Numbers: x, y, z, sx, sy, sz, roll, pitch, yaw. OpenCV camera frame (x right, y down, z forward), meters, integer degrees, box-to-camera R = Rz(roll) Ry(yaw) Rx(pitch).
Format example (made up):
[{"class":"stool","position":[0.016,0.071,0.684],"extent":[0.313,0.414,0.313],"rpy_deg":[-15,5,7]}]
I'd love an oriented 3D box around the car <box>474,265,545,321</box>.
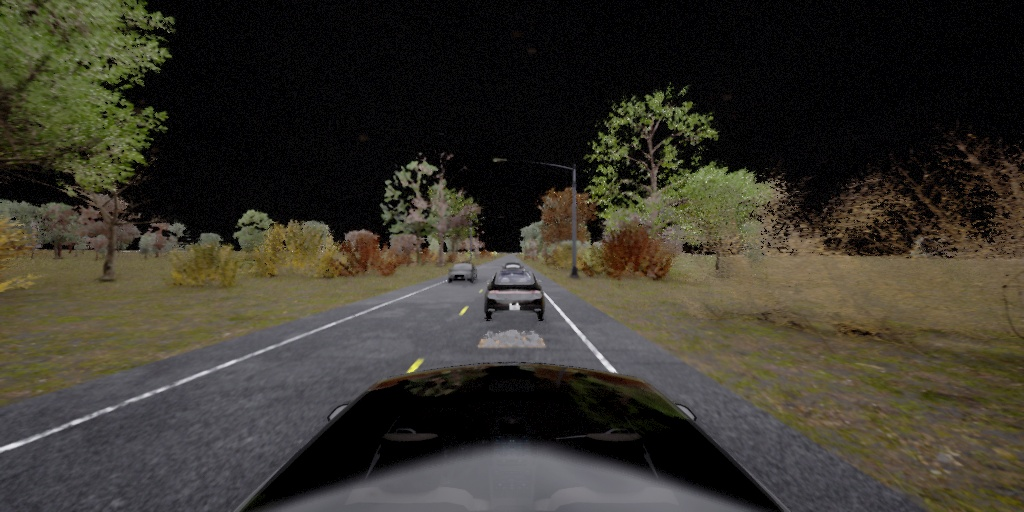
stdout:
[{"class":"car","position":[0.082,1.247,12.546],"extent":[2.128,1.511,4.902],"rpy_deg":[0,0,0]}]

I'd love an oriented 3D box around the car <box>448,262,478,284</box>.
[{"class":"car","position":[-3.620,1.259,27.047],"extent":[1.837,1.490,4.892],"rpy_deg":[0,0,0]}]

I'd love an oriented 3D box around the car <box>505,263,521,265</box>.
[{"class":"car","position":[0.074,1.278,30.472],"extent":[1.812,1.442,4.674],"rpy_deg":[0,0,0]}]
